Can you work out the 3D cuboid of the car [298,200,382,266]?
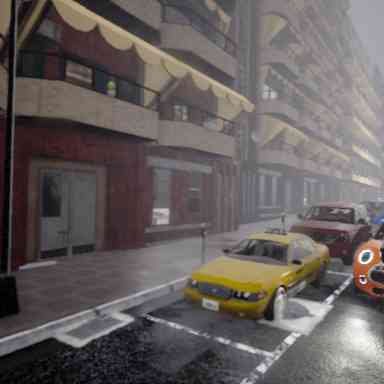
[{"bbox_3d":[5.115,1.322,11.940,2.192,1.841,5.009,2,1,36],"label":"car"}]

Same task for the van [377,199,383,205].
[{"bbox_3d":[11.653,1.379,20.858,1.690,1.788,3.998,2,1,36],"label":"van"}]

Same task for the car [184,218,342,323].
[{"bbox_3d":[1.737,1.519,7.346,1.752,1.417,4.829,2,1,36],"label":"car"}]

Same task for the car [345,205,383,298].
[{"bbox_3d":[5.393,1.369,8.025,2.097,1.767,4.553,0,0,36],"label":"car"}]
